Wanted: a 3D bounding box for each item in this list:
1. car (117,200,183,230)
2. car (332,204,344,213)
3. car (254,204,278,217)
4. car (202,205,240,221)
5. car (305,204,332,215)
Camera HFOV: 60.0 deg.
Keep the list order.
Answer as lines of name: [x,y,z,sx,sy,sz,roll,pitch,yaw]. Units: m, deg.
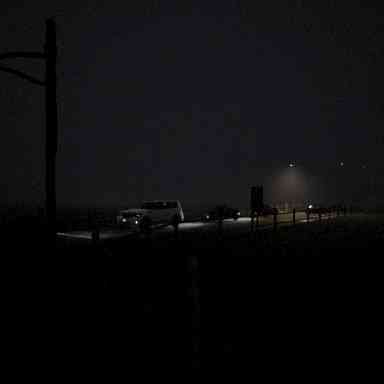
car: [-2.917,1.608,24.590,2.150,2.045,5.566,0,-1,36]
car: [23.361,2.670,54.192,1.812,1.442,4.674,0,-1,37]
car: [8.936,2.265,40.752,2.128,1.511,4.902,0,-1,36]
car: [2.902,2.067,32.525,2.128,1.511,4.902,0,-1,36]
car: [17.166,2.483,45.761,2.033,1.411,5.357,0,-1,36]
